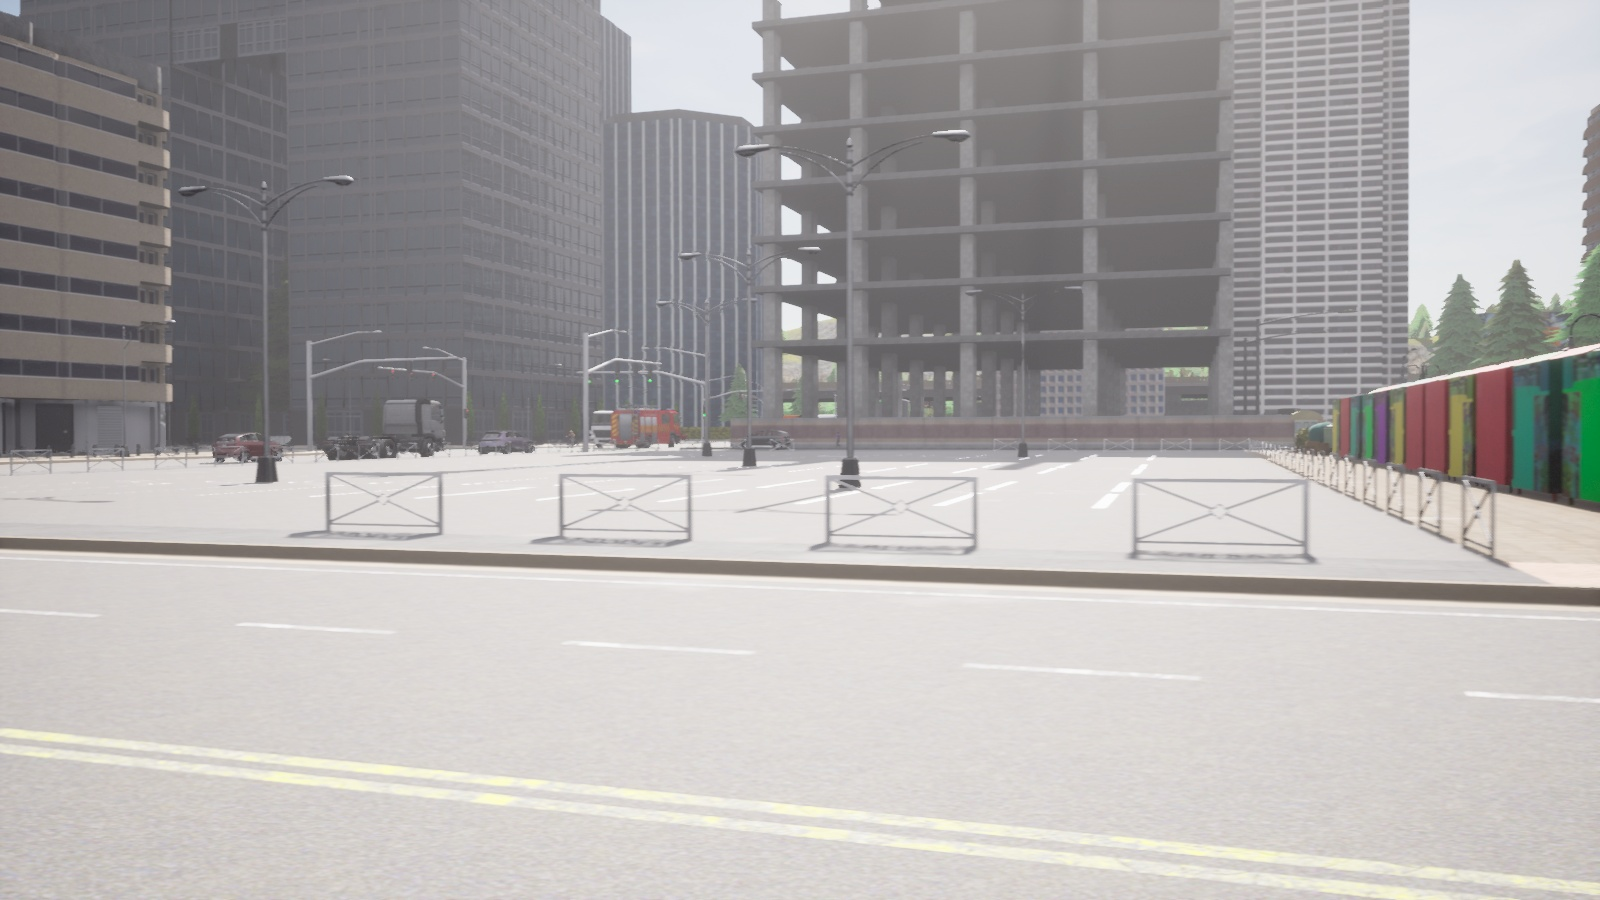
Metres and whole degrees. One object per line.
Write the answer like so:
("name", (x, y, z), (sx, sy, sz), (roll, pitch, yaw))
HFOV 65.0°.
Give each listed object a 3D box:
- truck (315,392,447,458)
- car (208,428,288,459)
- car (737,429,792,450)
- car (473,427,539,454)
("truck", (-23.064, -1.358, 69.672), (2.891, 3.462, 7.936), (0, 1, 17))
("car", (-28.297, -0.336, 64.526), (1.789, 1.549, 3.705), (0, 1, 17))
("car", (-2.669, -0.777, 94.721), (3.705, 1.549, 1.789), (1, 1, 17))
("car", (-19.228, -0.641, 82.297), (2.033, 1.649, 4.856), (0, 1, 17))
